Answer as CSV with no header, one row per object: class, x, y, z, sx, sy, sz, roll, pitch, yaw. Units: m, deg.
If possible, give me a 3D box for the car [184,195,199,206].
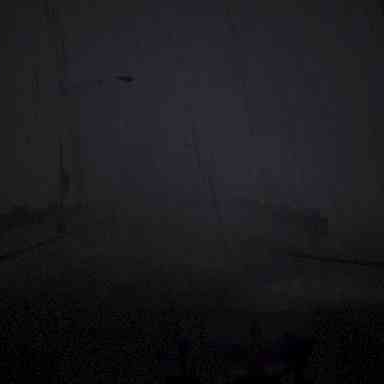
car,0.024,1.148,47.492,1.812,1.442,4.674,0,1,0
